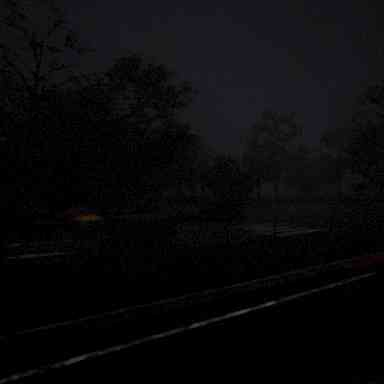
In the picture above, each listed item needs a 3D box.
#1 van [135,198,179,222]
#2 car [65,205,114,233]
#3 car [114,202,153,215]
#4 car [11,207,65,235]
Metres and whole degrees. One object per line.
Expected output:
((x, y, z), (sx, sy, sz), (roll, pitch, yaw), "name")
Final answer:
((-2.677, 1.467, 24.691), (1.878, 1.987, 4.442), (1, 0, -36), "van")
((-7.153, 1.632, 21.405), (1.946, 1.575, 5.366), (1, 0, -36), "car")
((-5.020, 1.694, 23.195), (2.163, 1.488, 4.792), (1, 0, -36), "car")
((-9.535, 1.636, 19.965), (2.163, 1.488, 4.792), (1, 0, -36), "car")
